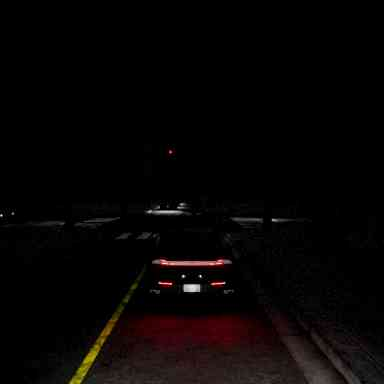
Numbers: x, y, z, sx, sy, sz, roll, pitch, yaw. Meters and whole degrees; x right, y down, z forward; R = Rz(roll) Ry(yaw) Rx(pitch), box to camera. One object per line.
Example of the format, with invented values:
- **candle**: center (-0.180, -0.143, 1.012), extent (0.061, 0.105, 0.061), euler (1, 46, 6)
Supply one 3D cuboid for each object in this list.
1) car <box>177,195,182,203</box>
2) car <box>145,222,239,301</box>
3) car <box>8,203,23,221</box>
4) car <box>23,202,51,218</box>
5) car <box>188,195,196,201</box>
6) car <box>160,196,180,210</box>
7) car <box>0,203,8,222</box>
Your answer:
- **car**: center (-2.851, 1.487, 51.438), extent (1.812, 1.442, 4.674), euler (0, 0, 0)
- **car**: center (0.000, 1.492, 8.323), extent (2.128, 1.511, 4.902), euler (0, 0, 0)
- **car**: center (-15.688, 1.209, 24.011), extent (5.566, 2.045, 2.150), euler (0, 0, 0)
- **car**: center (-14.769, 1.581, 29.496), extent (4.313, 1.339, 1.947), euler (0, 0, 0)
- **car**: center (-0.013, 1.451, 81.346), extent (1.812, 1.442, 4.674), euler (0, 0, 0)
- **car**: center (-2.858, 1.539, 41.369), extent (1.994, 1.385, 4.181), euler (0, 0, 0)
- **car**: center (-14.773, 1.540, 21.469), extent (4.313, 1.339, 1.947), euler (0, 0, 0)
